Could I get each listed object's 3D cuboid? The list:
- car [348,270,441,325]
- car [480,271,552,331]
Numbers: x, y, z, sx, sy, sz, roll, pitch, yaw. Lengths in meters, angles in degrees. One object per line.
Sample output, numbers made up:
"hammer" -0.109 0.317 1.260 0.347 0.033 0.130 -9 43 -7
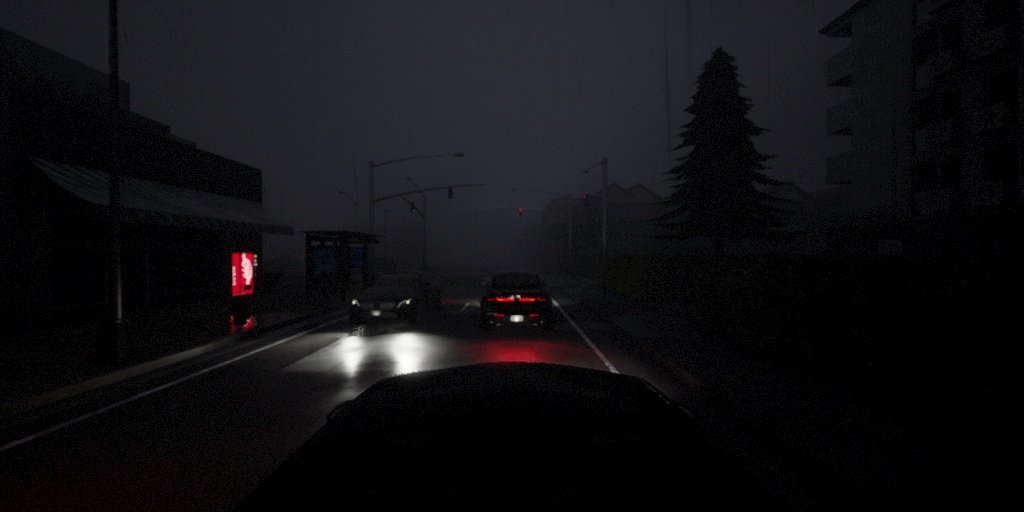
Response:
"car" -3.508 1.201 11.613 1.812 1.442 4.674 0 0 0
"car" 0.101 1.187 10.767 1.837 1.490 4.892 0 0 0
